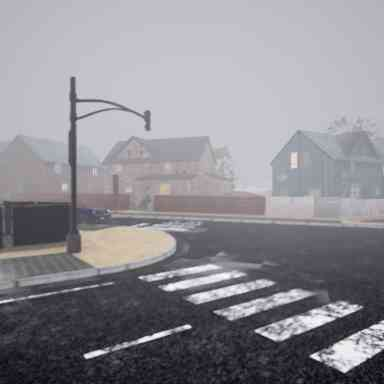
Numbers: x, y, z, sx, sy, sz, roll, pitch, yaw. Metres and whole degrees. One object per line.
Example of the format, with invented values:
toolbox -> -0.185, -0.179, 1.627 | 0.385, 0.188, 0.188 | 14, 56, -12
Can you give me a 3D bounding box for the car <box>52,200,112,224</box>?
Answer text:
car -> -7.275, 1.184, 20.052 | 4.718, 1.301, 1.895 | 1, 1, 19
